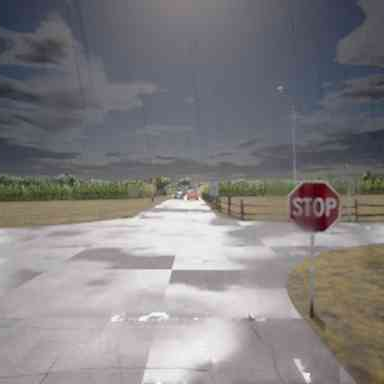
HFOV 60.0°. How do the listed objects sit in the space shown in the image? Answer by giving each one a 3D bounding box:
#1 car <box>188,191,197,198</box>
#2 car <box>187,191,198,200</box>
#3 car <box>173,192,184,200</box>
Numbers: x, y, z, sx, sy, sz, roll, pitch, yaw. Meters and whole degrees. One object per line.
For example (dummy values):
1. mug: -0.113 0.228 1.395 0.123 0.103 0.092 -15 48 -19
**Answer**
1. car: 0.165 0.561 72.365 1.837 1.490 4.892 0 0 0
2. car: 0.142 0.651 62.328 2.097 1.767 4.553 0 0 0
3. car: -2.598 0.761 66.538 2.128 1.511 4.902 0 0 0
